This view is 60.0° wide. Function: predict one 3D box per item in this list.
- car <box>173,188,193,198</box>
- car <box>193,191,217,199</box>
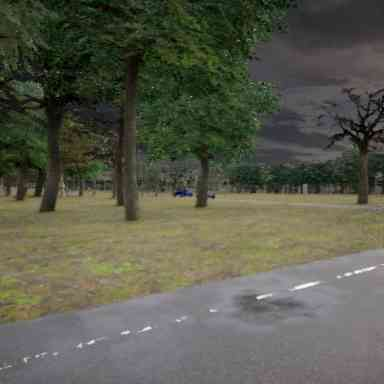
[{"bbox_3d":[-1.879,0.162,71.796,2.150,2.045,5.566,2,-1,-36],"label":"car"},{"bbox_3d":[2.820,0.639,65.321,1.837,1.490,4.892,2,-2,-35],"label":"car"}]
